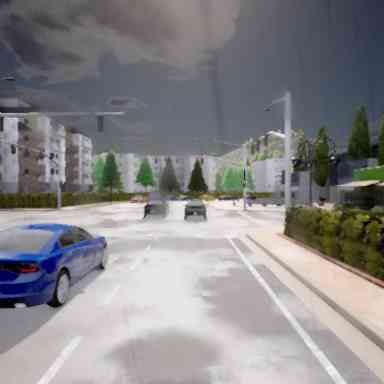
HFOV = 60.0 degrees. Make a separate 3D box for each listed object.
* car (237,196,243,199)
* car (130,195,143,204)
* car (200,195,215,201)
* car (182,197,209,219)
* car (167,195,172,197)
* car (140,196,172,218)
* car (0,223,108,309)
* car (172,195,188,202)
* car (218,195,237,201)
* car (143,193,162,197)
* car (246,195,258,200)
[{"bbox_3d":[10.273,1.416,86.802,4.902,1.511,2.128,0,0,-39],"label":"car"},{"bbox_3d":[-10.004,1.272,62.758,2.097,1.767,4.553,0,0,9],"label":"car"},{"bbox_3d":[3.537,1.378,78.923,1.882,1.535,5.008,0,0,35],"label":"car"},{"bbox_3d":[0.321,1.468,28.938,1.837,1.490,4.892,0,0,1],"label":"car"},{"bbox_3d":[-5.145,1.441,77.913,2.033,1.411,5.357,0,0,25],"label":"car"},{"bbox_3d":[-3.158,1.439,30.197,1.882,1.535,5.008,0,0,1],"label":"car"},{"bbox_3d":[-3.436,1.467,7.960,1.882,1.535,5.008,0,0,0],"label":"car"},{"bbox_3d":[-2.061,1.428,76.260,1.812,1.442,4.674,0,0,25],"label":"car"},{"bbox_3d":[8.016,1.426,79.195,2.128,1.511,4.902,0,0,38],"label":"car"},{"bbox_3d":[-6.740,1.144,60.992,2.150,2.045,5.566,0,0,7],"label":"car"},{"bbox_3d":[15.135,1.417,86.314,4.902,1.511,2.128,0,0,-36],"label":"car"}]
